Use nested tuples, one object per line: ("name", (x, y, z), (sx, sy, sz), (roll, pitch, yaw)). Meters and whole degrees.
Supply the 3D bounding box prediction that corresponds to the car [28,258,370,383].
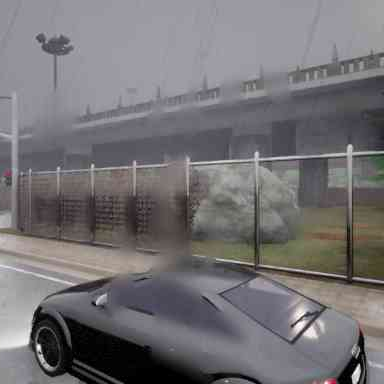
("car", (-0.173, 1.564, 4.114), (4.181, 1.385, 1.994), (0, 0, 36))
